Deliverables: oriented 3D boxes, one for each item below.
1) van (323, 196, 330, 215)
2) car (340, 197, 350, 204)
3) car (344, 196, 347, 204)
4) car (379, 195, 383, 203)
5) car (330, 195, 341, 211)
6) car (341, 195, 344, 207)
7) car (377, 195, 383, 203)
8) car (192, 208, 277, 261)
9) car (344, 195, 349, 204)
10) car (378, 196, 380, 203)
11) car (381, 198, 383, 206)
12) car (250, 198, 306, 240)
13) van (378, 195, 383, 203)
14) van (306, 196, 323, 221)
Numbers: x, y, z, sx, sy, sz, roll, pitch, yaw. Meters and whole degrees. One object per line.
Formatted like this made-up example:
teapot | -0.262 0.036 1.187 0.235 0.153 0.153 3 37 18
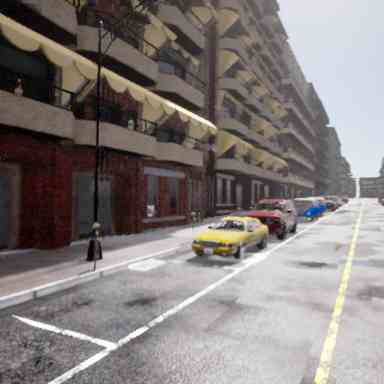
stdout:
van | 12.014 1.417 32.340 1.690 1.788 3.998 2 1 28
car | 35.138 1.861 76.415 1.887 1.381 4.507 2 0 28
car | 24.859 1.757 56.828 1.947 1.339 4.313 2 1 28
car | 34.352 1.685 58.026 1.967 1.590 4.097 2 0 28
car | 17.155 1.433 42.134 2.192 1.841 5.009 2 1 28
car | 19.725 1.456 47.030 2.192 1.841 5.009 2 1 28
car | 44.636 1.692 77.617 2.192 1.841 5.009 2 0 28
car | 1.651 1.537 12.603 1.752 1.417 4.829 2 1 28
car | 32.574 1.597 71.516 2.192 1.841 5.009 2 0 28
car | 39.489 1.888 67.823 1.802 1.307 4.206 2 0 28
car | 29.214 1.505 48.229 2.192 1.841 5.009 2 0 28
car | 4.306 1.340 17.649 2.192 1.841 5.009 2 1 28
van | 47.205 1.756 82.515 1.690 1.788 3.998 1 0 28
van | 9.444 1.397 27.441 1.690 1.788 3.998 2 1 28
